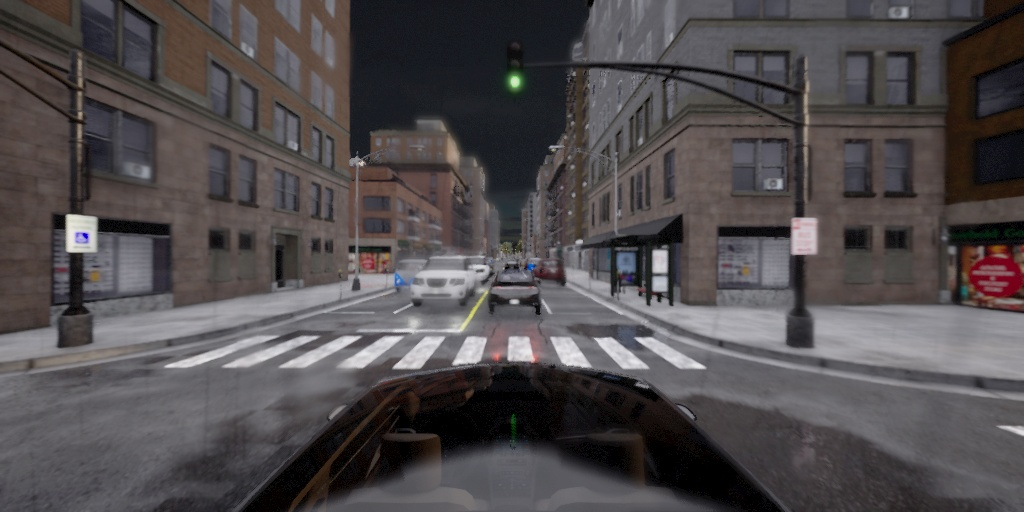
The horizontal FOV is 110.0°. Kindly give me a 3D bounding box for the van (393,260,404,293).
[{"bbox_3d":[-5.410,1.091,20.441,1.690,1.789,3.998,0,0,0],"label":"van"}]

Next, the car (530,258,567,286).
[{"bbox_3d":[2.701,1.108,25.850,2.192,1.841,5.009,0,0,0],"label":"car"}]

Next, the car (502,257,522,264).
[{"bbox_3d":[-0.003,1.276,44.818,1.882,1.535,5.008,0,0,0],"label":"car"}]

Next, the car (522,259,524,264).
[{"bbox_3d":[2.678,1.128,47.475,2.192,1.841,5.009,0,0,0],"label":"car"}]

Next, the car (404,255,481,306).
[{"bbox_3d":[-2.850,0.979,16.144,2.150,2.045,5.566,0,0,0],"label":"car"}]

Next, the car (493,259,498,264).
[{"bbox_3d":[-2.838,1.270,37.022,2.128,1.511,4.902,0,0,0],"label":"car"}]

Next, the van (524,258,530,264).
[{"bbox_3d":[2.684,1.149,42.069,1.690,1.789,3.998,0,0,0],"label":"van"}]

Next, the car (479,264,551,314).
[{"bbox_3d":[0.101,1.261,13.960,2.128,1.511,4.902,0,0,0],"label":"car"}]

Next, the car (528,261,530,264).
[{"bbox_3d":[2.696,1.349,31.256,2.007,1.370,4.403,0,0,0],"label":"car"}]

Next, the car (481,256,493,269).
[{"bbox_3d":[-2.850,0.990,26.568,2.150,2.045,5.566,0,0,0],"label":"car"}]
